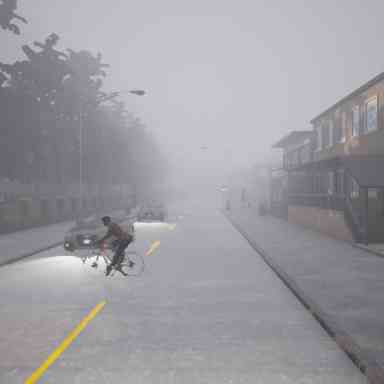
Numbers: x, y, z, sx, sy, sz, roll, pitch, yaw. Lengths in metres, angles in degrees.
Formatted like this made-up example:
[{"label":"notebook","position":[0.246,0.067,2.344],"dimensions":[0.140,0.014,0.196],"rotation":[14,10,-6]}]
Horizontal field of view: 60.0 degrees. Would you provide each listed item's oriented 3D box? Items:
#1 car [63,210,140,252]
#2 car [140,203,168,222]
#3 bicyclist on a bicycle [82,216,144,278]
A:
[{"label":"car","position":[-3.640,1.564,13.727],"dimensions":[1.994,1.385,4.181],"rotation":[0,0,2]},{"label":"car","position":[-3.073,1.564,26.456],"dimensions":[1.994,1.385,4.181],"rotation":[0,0,2]},{"label":"bicyclist on a bicycle","position":[-2.073,1.453,8.717],"dimensions":[1.656,1.620,0.582],"rotation":[-1,0,2]}]
